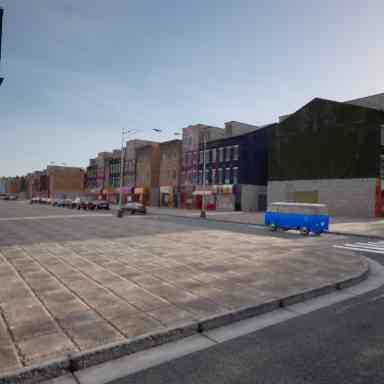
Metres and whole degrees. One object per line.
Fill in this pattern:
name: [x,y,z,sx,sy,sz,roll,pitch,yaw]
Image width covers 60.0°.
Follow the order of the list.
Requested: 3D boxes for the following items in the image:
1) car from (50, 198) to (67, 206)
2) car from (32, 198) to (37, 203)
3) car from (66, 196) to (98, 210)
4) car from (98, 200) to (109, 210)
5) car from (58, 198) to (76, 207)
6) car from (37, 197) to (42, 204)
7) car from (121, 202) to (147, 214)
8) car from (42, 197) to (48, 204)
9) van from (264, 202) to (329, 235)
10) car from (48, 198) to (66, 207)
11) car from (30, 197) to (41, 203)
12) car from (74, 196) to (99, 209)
car: [-25.804,1.886,64.334,1.947,1.339,4.313,3,-2,-36]
car: [-35.396,1.838,77.638,1.967,1.590,4.097,3,-2,-36]
car: [-14.846,1.489,44.746,2.097,1.767,4.553,3,-2,-35]
car: [-13.012,1.813,46.598,1.947,1.339,4.313,3,-2,-36]
car: [-22.606,1.843,59.901,1.887,1.381,4.507,3,-2,-36]
car: [-32.202,1.952,73.201,1.802,1.307,4.206,3,-2,-36]
car: [-6.617,1.808,37.730,1.802,1.307,4.206,3,-2,-36]
car: [-29.101,1.870,68.906,1.752,1.417,4.829,3,-2,-36]
van: [6.183,1.555,19.998,1.690,1.788,3.998,3,-2,-36]
car: [-20.672,1.710,52.719,2.033,1.411,5.357,3,-2,-36]
car: [-38.598,2.010,82.067,1.802,1.307,4.206,3,-2,-36]
car: [-16.202,1.577,51.038,2.192,1.841,5.009,3,-2,-36]
